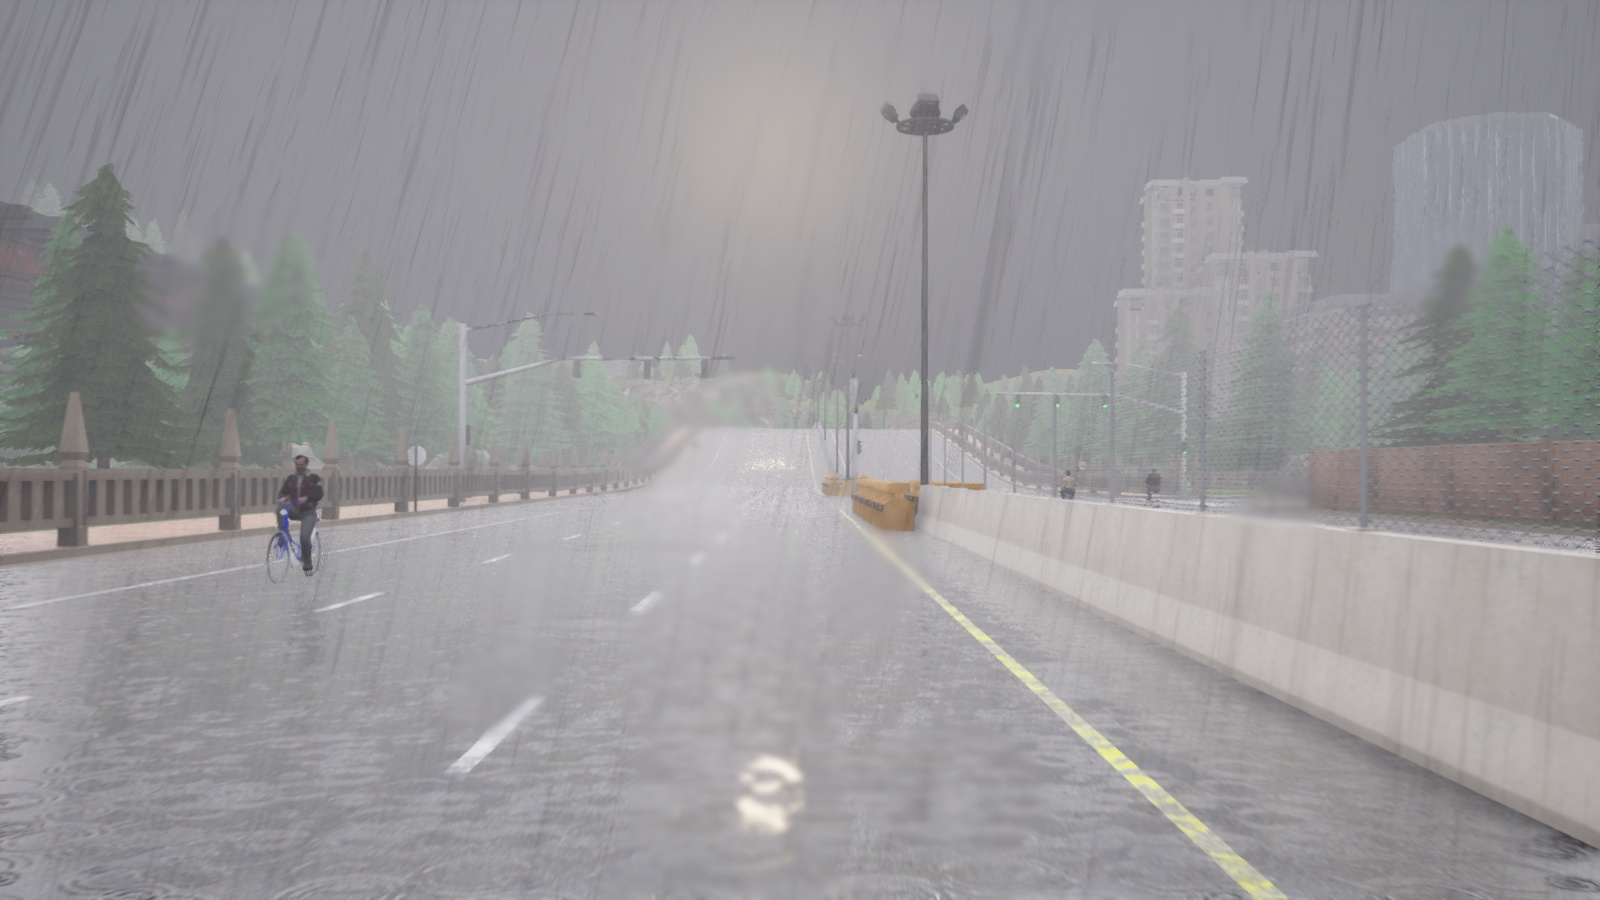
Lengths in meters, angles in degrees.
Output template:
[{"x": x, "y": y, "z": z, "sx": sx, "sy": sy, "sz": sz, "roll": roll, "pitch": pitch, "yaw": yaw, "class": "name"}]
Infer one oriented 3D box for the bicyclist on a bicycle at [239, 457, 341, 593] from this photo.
[{"x": -7.032, "y": 1.004, "z": 17.409, "sx": 0.659, "sy": 1.776, "sz": 1.843, "roll": 0, "pitch": -1, "yaw": 0, "class": "bicyclist on a bicycle"}]
